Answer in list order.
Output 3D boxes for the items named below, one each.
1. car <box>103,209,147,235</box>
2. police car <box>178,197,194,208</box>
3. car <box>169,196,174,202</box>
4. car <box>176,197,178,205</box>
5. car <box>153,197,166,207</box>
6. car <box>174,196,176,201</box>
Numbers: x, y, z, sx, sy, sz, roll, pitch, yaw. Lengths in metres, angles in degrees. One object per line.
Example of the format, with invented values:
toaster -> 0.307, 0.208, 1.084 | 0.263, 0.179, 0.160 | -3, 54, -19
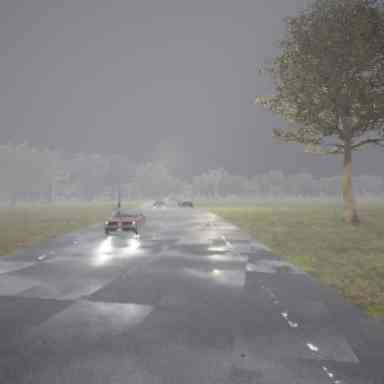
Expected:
car -> -3.839, 1.712, 19.695 | 1.895, 1.301, 4.718 | 0, 0, -1
police car -> -0.822, 1.721, 54.131 | 1.930, 1.638, 5.238 | 0, 0, -4
car -> -4.830, 1.873, 89.222 | 2.128, 1.511, 4.902 | 0, 0, -5
car -> -1.585, 1.837, 64.029 | 1.882, 1.535, 5.008 | 0, 0, -5
car -> -5.898, 1.706, 60.674 | 2.097, 1.767, 4.553 | 0, 0, -4
car -> -2.109, 1.748, 69.996 | 2.097, 1.767, 4.553 | 0, 0, -5
